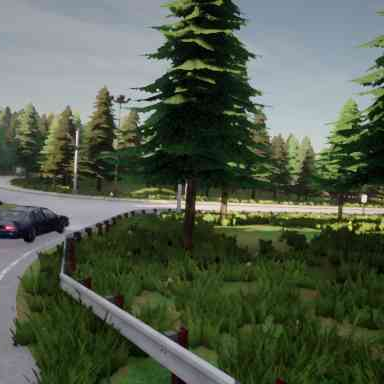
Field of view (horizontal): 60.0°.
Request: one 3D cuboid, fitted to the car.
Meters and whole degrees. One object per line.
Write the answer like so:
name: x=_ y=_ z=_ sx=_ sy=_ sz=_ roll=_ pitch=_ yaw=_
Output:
car: x=-7.591 y=1.369 z=15.525 sx=2.033 sy=1.411 sz=5.357 roll=4 pitch=1 yaw=3
